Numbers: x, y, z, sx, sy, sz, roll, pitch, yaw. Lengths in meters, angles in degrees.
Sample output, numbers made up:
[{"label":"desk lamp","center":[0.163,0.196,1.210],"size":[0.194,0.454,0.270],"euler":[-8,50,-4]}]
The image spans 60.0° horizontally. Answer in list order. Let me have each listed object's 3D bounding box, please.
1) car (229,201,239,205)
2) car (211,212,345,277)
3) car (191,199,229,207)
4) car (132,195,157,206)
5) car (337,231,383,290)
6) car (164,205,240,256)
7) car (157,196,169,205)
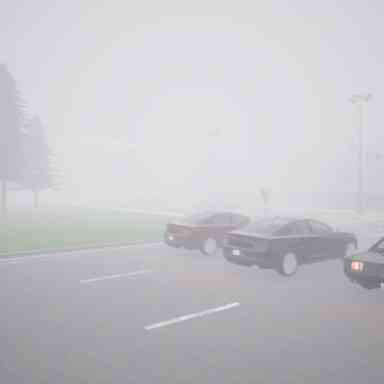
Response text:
[{"label":"car","center":[4.254,1.592,44.748],"size":[1.895,1.301,4.718],"euler":[0,0,-36]},{"label":"car","center":[3.218,1.474,10.376],"size":[5.008,1.535,1.882],"euler":[0,0,-35]},{"label":"car","center":[2.003,1.594,41.898],"size":[1.895,1.301,4.718],"euler":[0,0,-36]},{"label":"car","center":[-8.320,1.351,56.052],"size":[2.097,1.767,4.553],"euler":[0,0,-36]},{"label":"car","center":[5.682,1.596,7.832],"size":[4.718,1.301,1.895],"euler":[0,0,-36]},{"label":"car","center":[1.271,1.475,13.290],"size":[5.008,1.535,1.882],"euler":[0,0,-36]},{"label":"car","center":[-5.890,1.504,58.669],"size":[1.837,1.490,4.892],"euler":[0,0,-36]}]
